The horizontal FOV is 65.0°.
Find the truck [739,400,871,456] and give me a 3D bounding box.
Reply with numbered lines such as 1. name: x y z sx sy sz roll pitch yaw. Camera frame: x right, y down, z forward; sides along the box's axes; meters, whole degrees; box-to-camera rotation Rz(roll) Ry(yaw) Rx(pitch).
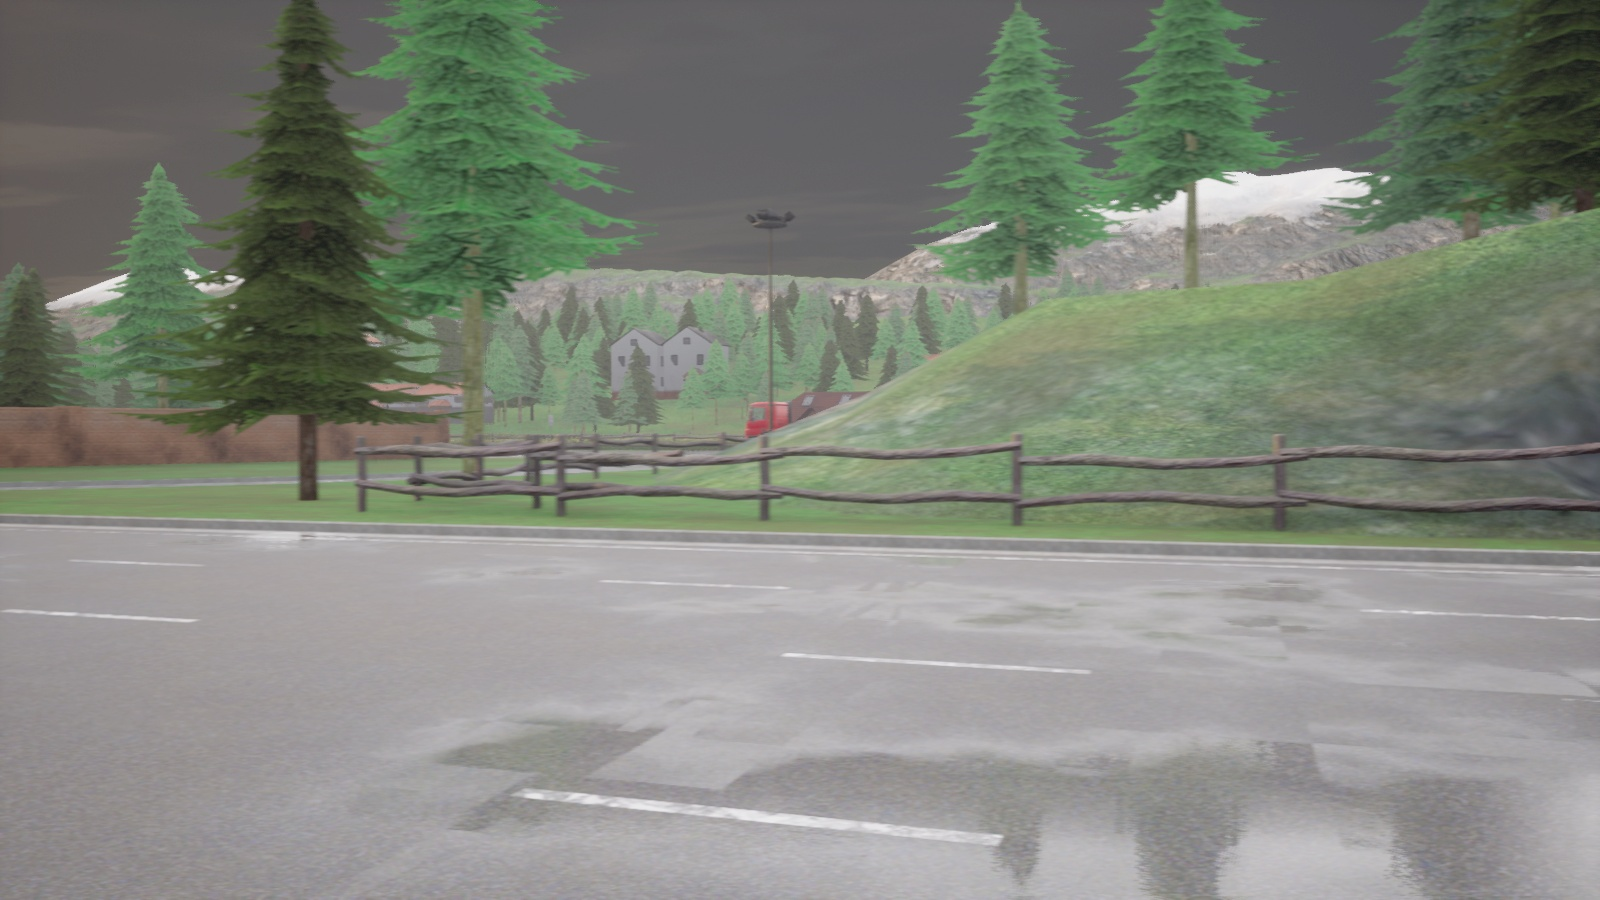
1. truck: 0.306 -1.440 80.228 7.936 3.462 2.891 1 1 19
